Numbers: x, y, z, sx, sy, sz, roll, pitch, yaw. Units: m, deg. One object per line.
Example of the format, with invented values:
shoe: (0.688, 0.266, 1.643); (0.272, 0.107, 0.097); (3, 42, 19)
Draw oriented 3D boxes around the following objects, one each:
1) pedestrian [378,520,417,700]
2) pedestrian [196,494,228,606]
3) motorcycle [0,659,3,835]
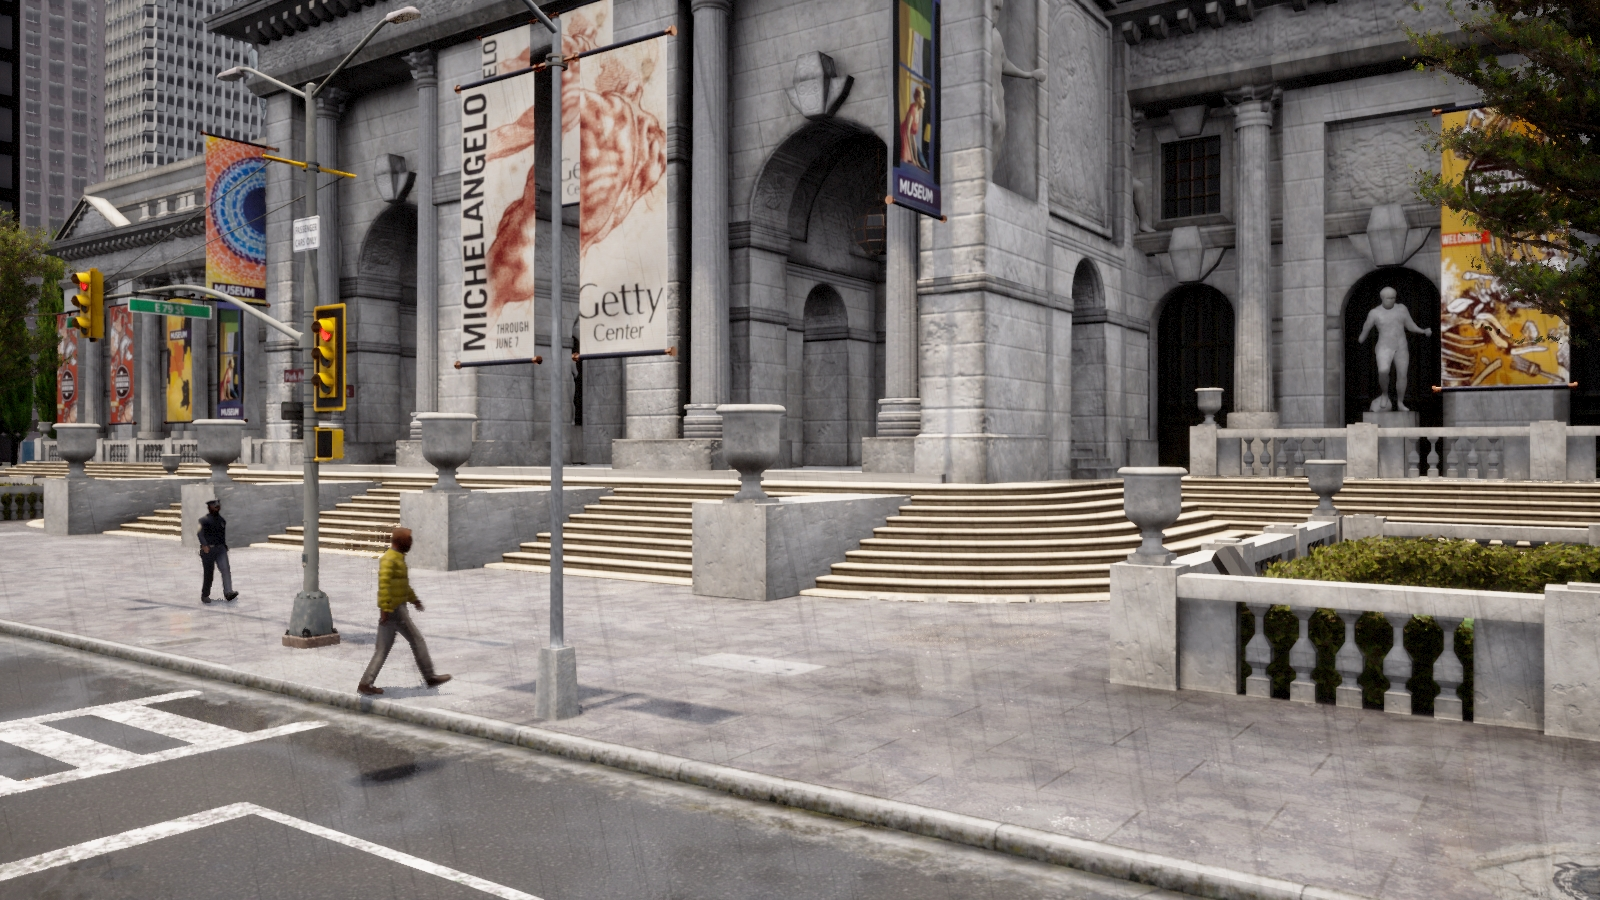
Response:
pedestrian: (-4.303, 1.692, 12.227); (0.375, 1.860, 0.375); (0, 0, -16)
pedestrian: (-10.010, 1.688, 19.453); (0.375, 1.860, 0.375); (0, 0, 38)
motorcycle: (-6.983, 2.165, 8.670); (2.356, 1.277, 0.764); (0, 0, 35)
